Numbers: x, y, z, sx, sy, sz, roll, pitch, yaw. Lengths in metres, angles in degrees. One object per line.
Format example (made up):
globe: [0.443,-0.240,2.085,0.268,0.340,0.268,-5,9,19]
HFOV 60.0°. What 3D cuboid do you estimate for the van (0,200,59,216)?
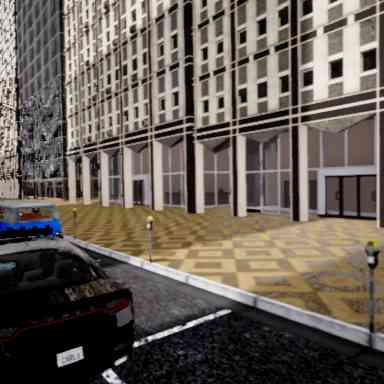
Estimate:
van: [-6.163,1.224,12.183,1.690,1.788,3.998,-3,2,-39]

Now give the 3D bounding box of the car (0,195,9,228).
car: [-13.316,1.185,21.018,2.192,1.841,5.009,-3,2,-39]

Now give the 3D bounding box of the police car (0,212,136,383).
police car: [-2.799,1.372,5.201,1.930,1.638,5.238,-2,2,-39]
